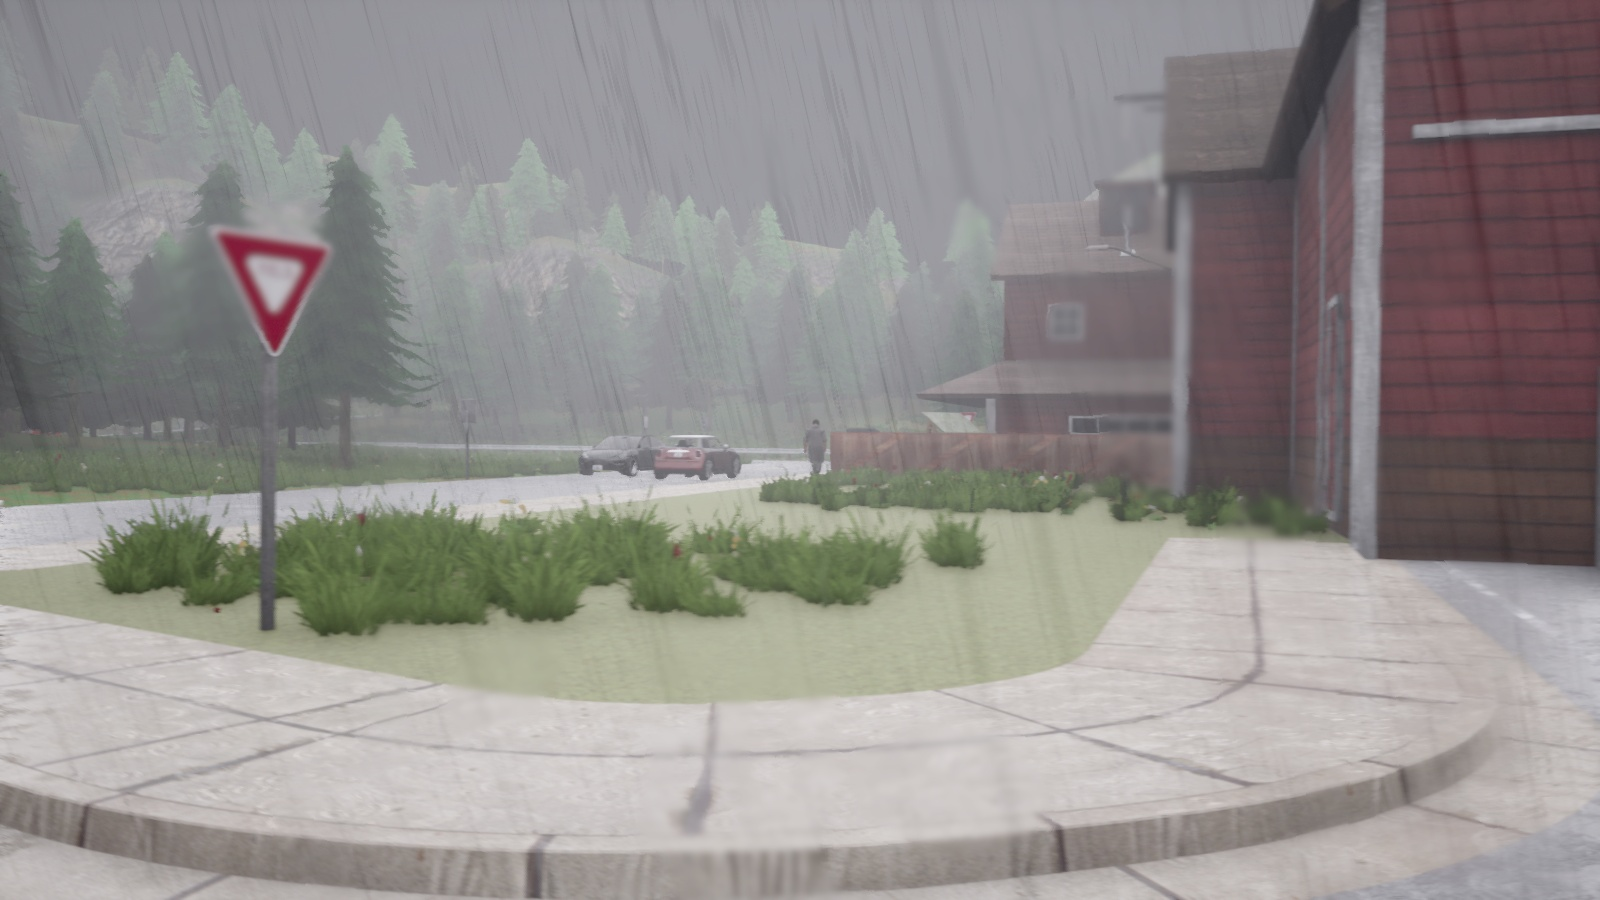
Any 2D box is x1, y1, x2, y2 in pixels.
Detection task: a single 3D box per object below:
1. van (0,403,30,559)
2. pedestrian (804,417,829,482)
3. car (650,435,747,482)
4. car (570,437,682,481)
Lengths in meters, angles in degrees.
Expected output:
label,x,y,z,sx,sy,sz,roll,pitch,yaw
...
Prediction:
label,x,y,z,sx,sy,sz,roll,pitch,yaw
van,-11.985,0.439,14.979,2.069,2.038,4.480,0,1,17
pedestrian,0.511,-0.031,38.210,0.659,1.952,0.873,0,1,7
car,-3.376,0.257,42.485,1.970,1.475,3.806,0,1,17
car,-6.178,0.280,45.248,2.163,1.488,4.792,0,1,17
